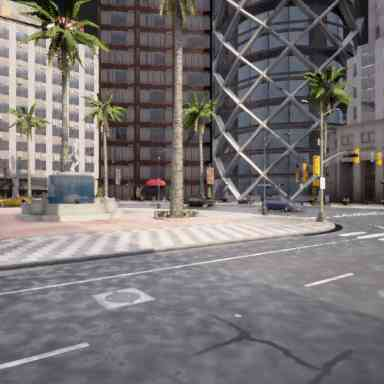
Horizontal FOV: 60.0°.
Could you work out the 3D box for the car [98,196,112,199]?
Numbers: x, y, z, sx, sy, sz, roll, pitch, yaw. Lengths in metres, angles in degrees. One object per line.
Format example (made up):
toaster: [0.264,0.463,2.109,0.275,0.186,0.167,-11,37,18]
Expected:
car: [-16.111,1.526,59.274,4.674,1.442,1.812,0,0,2]

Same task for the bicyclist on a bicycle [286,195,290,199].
bicyclist on a bicycle: [15.713,1.300,54.572,0.582,1.620,1.656,0,0,42]

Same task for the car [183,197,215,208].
car: [0.936,1.478,47.292,5.008,1.535,1.882,0,0,31]

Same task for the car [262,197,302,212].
car: [10.335,1.352,38.440,2.097,1.767,4.553,0,0,-39]

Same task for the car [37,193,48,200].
car: [-25.907,1.221,58.669,5.566,2.045,2.150,0,0,-10]

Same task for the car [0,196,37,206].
car: [-28.771,1.478,54.451,5.008,1.535,1.882,0,0,-14]
